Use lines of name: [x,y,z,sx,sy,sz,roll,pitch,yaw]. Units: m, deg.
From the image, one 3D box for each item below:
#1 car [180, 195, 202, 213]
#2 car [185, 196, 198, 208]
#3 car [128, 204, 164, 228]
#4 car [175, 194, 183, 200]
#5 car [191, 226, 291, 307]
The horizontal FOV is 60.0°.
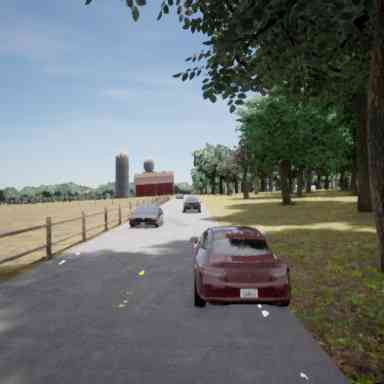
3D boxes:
car: [0.008,1.402,36.176,1.837,1.490,4.892,0,0,0]
car: [-0.040,1.345,46.892,1.812,1.442,4.674,0,0,0]
car: [-2.890,1.513,22.210,2.033,1.411,5.357,0,0,0]
car: [-2.890,1.098,79.315,1.812,1.442,4.674,0,0,0]
car: [0.948,1.522,7.842,1.812,1.442,4.674,0,0,0]
